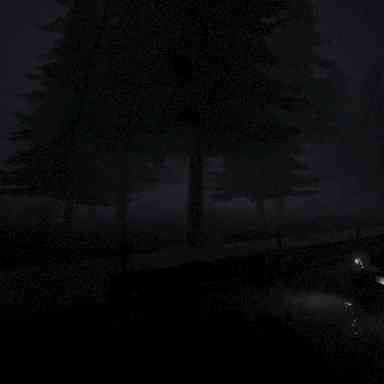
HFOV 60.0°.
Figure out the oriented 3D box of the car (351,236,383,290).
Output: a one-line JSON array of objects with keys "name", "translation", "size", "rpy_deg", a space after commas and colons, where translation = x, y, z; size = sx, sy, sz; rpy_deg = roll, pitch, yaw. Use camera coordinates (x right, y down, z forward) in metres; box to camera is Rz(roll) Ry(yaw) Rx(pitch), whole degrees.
[{"name": "car", "translation": [5.767, 1.525, 8.035], "size": [4.674, 1.442, 1.812], "rpy_deg": [0, 0, -35]}]
